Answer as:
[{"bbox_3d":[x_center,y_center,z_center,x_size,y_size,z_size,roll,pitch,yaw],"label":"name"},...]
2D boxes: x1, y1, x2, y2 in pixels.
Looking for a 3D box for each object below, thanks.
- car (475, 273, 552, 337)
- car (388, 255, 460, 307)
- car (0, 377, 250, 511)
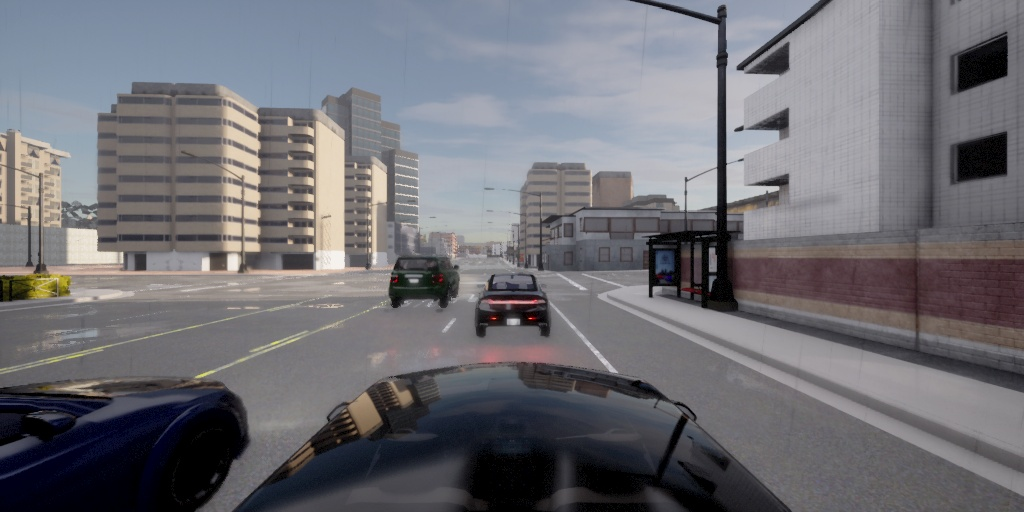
[{"bbox_3d":[0.010,1.242,10.337,2.128,1.511,4.902,0,0,-1],"label":"car"},{"bbox_3d":[-3.608,0.974,15.562,2.150,2.045,5.566,0,0,-2],"label":"car"},{"bbox_3d":[-3.444,1.314,1.604,1.994,1.385,4.181,0,0,1],"label":"car"}]
